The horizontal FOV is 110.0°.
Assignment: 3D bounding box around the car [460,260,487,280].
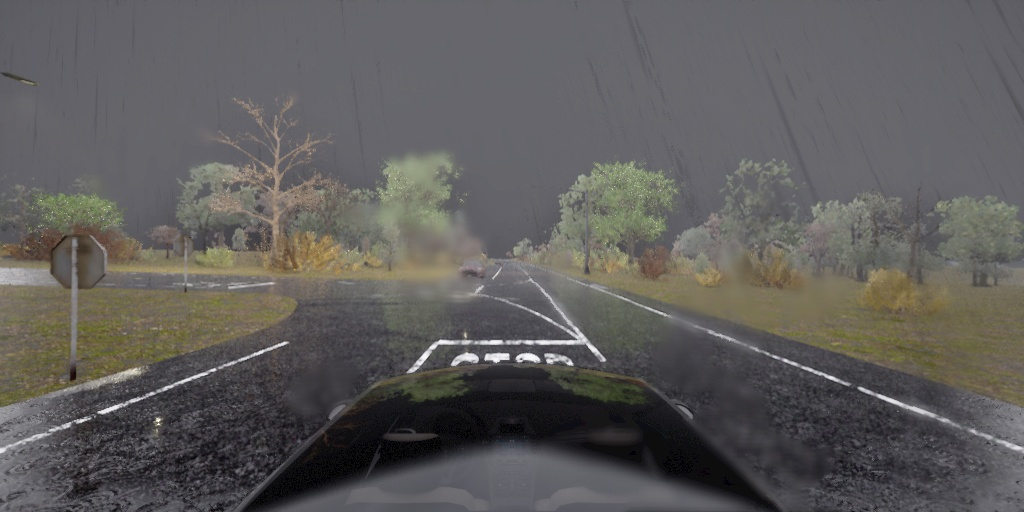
[{"bbox_3d":[-3.500,1.197,32.866,2.097,1.767,4.553,0,0,0],"label":"car"}]
